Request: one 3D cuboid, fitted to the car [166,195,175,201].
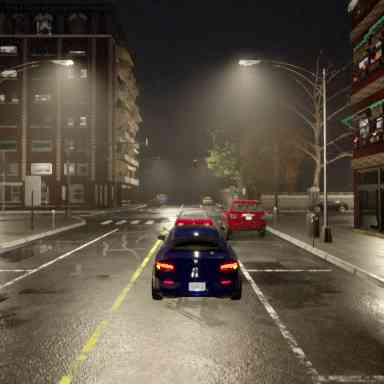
[{"bbox_3d":[-5.760,1.624,89.439,2.008,1.369,4.403,1,0,0],"label":"car"}]

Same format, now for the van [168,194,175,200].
[{"bbox_3d":[-5.762,1.422,94.978,1.690,1.788,3.998,1,0,0],"label":"van"}]

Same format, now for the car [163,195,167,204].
[{"bbox_3d":[-5.729,1.619,56.207,1.802,1.307,4.206,1,0,0],"label":"car"}]

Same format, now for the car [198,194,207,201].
[{"bbox_3d":[2.629,1.382,83.900,2.192,1.841,5.009,1,0,0],"label":"car"}]

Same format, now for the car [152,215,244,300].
[{"bbox_3d":[0.094,1.529,8.246,1.812,1.442,4.674,0,0,0],"label":"car"}]

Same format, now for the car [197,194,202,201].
[{"bbox_3d":[2.636,1.604,72.823,2.008,1.369,4.403,1,0,0],"label":"car"}]

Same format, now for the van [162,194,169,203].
[{"bbox_3d":[-5.730,1.383,61.746,1.690,1.788,3.998,1,0,0],"label":"van"}]

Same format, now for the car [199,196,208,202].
[{"bbox_3d":[2.630,1.626,78.362,1.947,1.339,4.313,1,0,0],"label":"car"}]

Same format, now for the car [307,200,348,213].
[{"bbox_3d":[15.178,1.609,37.223,4.313,1.339,1.947,0,-1,0],"label":"car"}]

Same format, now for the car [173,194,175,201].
[{"bbox_3d":[-5.750,1.611,78.362,2.008,1.369,4.403,1,0,0],"label":"car"}]

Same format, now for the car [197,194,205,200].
[{"bbox_3d":[2.619,1.396,94.975,2.192,1.841,5.009,1,0,0],"label":"car"}]

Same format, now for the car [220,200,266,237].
[{"bbox_3d":[2.691,1.323,18.179,2.192,1.841,5.009,1,0,0],"label":"car"}]

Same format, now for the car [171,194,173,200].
[{"bbox_3d":[-5.745,1.636,72.824,1.802,1.307,4.206,1,0,0],"label":"car"}]

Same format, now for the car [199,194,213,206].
[{"bbox_3d":[2.651,1.563,56.379,1.752,1.417,4.829,1,0,0],"label":"car"}]

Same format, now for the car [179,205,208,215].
[{"bbox_3d":[0.084,1.609,17.990,1.895,1.301,4.718,0,0,0],"label":"car"}]

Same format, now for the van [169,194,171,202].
[{"bbox_3d":[-5.735,1.389,67.285,1.690,1.788,3.998,1,0,0],"label":"van"}]

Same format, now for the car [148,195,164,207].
[{"bbox_3d":[-5.724,1.614,50.670,1.802,1.307,4.206,1,0,0],"label":"car"}]
